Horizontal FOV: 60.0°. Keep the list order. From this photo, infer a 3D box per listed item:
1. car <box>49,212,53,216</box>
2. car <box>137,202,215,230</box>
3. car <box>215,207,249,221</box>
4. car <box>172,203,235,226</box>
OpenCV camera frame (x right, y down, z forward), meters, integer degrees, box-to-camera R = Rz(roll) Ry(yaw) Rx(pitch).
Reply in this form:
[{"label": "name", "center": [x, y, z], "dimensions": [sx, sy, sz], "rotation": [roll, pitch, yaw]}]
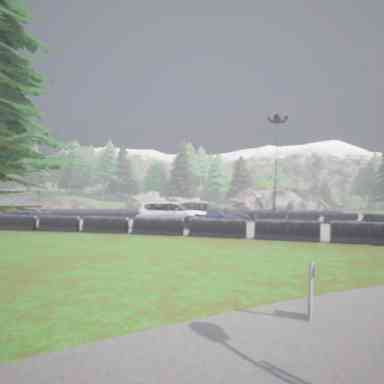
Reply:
[{"label": "car", "center": [-20.409, 2.867, 43.415], "dimensions": [5.008, 1.535, 1.882], "rotation": [-1, -3, 21]}, {"label": "car", "center": [-1.452, 1.754, 24.903], "dimensions": [5.566, 2.045, 2.150], "rotation": [-1, -3, 21]}, {"label": "car", "center": [1.962, 2.167, 27.324], "dimensions": [4.674, 1.442, 1.812], "rotation": [-1, -3, 21]}, {"label": "car", "center": [1.087, 2.034, 31.416], "dimensions": [5.566, 2.045, 2.150], "rotation": [-1, -2, 21]}]
